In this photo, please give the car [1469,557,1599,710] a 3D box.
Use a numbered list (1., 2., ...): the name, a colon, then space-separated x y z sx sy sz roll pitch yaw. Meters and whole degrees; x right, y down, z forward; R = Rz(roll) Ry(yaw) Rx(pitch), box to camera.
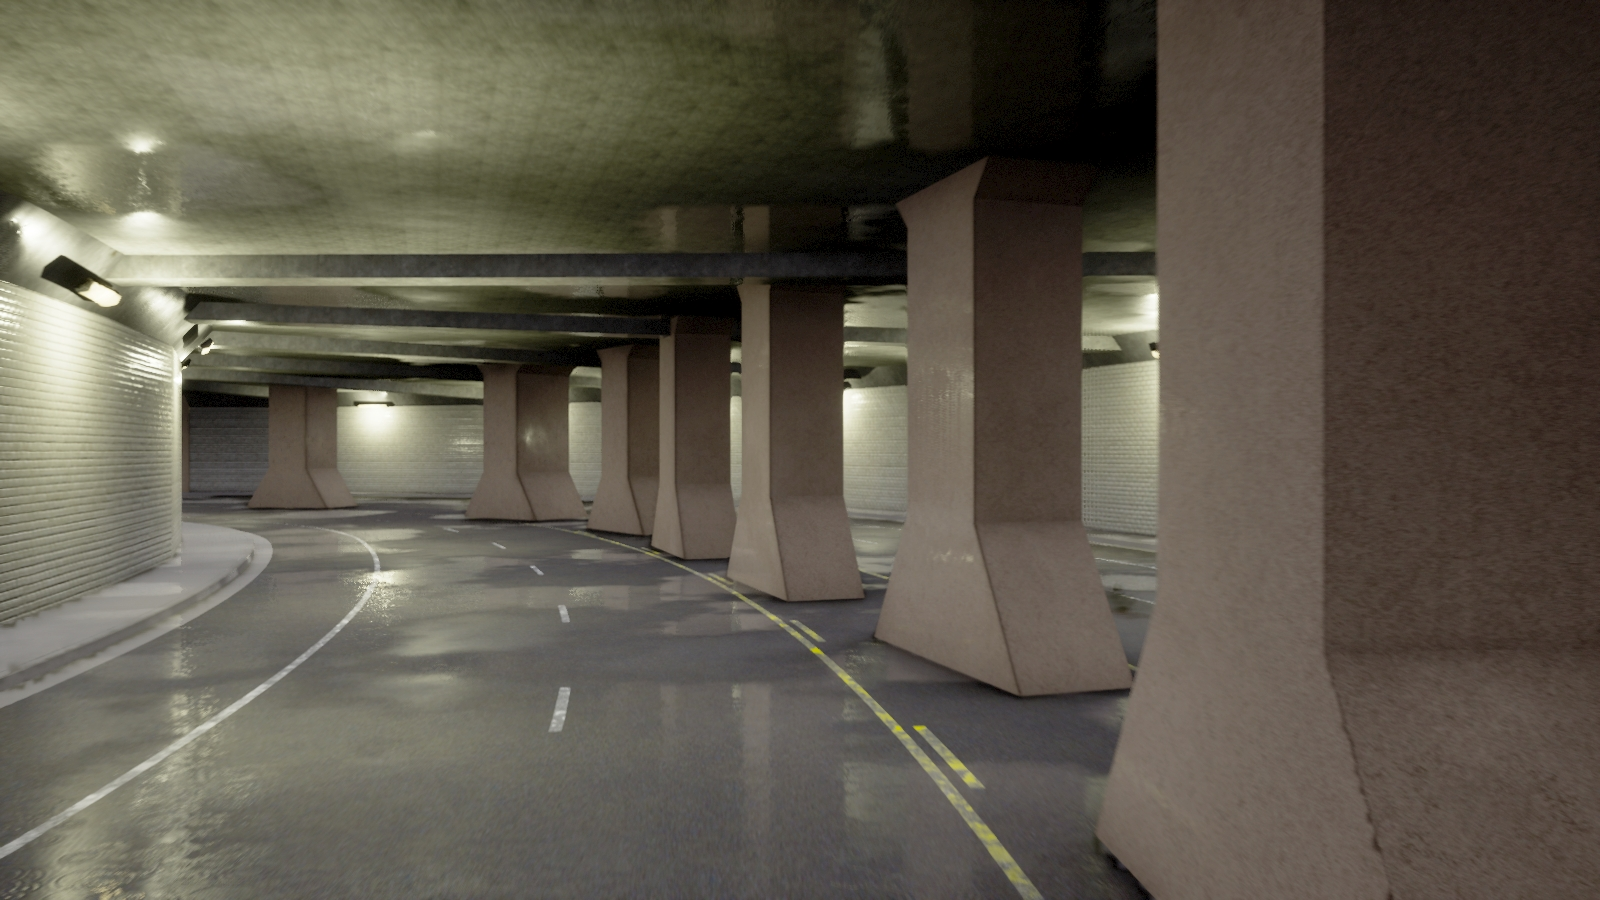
1. car: 9.640 2.079 12.086 2.002 1.442 4.674 0 0 -7
